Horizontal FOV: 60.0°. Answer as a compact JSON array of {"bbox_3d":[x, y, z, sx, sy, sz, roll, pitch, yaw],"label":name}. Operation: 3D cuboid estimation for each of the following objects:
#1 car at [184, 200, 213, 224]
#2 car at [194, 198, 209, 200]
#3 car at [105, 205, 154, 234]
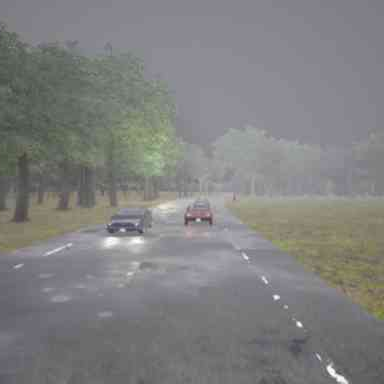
[{"bbox_3d":[0.484,1.520,23.729,1.895,1.301,4.718,0,0,2],"label":"car"},{"bbox_3d":[1.238,1.377,42.099,1.994,1.385,4.181,0,0,3],"label":"car"},{"bbox_3d":[-3.346,1.484,18.980,2.033,1.411,5.357,0,0,1],"label":"car"}]
